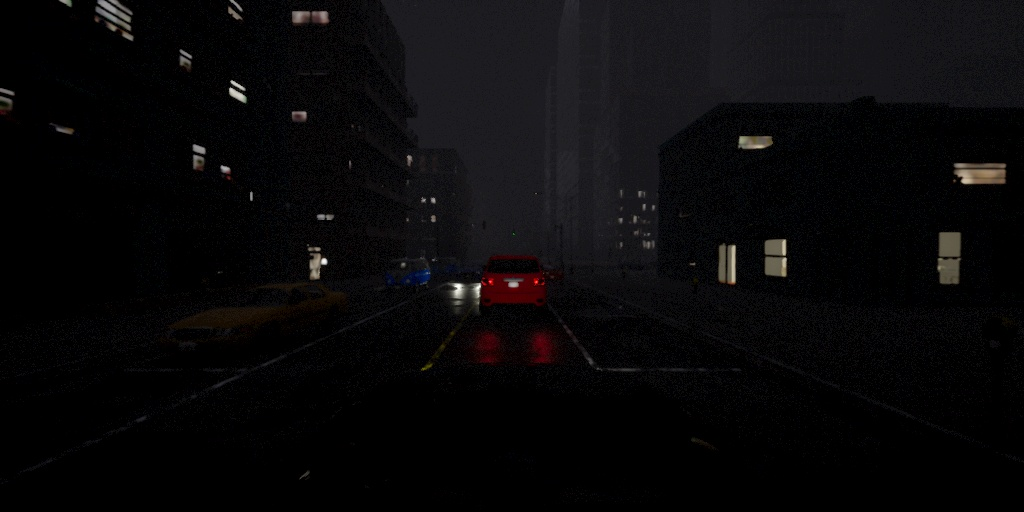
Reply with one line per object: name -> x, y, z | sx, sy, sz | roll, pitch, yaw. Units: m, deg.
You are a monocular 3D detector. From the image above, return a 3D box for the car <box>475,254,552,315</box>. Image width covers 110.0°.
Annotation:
car -> 0.050, 0.942, 13.510 | 2.150, 2.045, 5.566 | 0, 0, 0

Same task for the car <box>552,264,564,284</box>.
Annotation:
car -> 2.639, 1.230, 25.683 | 1.888, 1.381, 4.507 | 0, 0, 0

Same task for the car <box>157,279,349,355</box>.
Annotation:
car -> -5.705, 1.257, 8.717 | 1.751, 1.417, 4.829 | 0, 0, 0

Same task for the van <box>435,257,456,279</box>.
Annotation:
van -> -5.754, 1.008, 31.210 | 1.690, 1.789, 3.998 | 0, 0, 0

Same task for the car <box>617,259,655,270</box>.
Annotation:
car -> 16.612, 1.312, 49.053 | 4.403, 1.370, 2.007 | 0, 0, 1

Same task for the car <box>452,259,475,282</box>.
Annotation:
car -> -3.146, 1.155, 28.023 | 1.882, 1.535, 5.008 | 0, 0, 0

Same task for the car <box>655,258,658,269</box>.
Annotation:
car -> 22.094, 1.354, 48.990 | 4.313, 1.339, 1.948 | 0, 0, 1

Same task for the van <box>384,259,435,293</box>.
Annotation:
van -> -5.730, 1.042, 20.048 | 1.690, 1.789, 3.998 | 0, 0, 0
